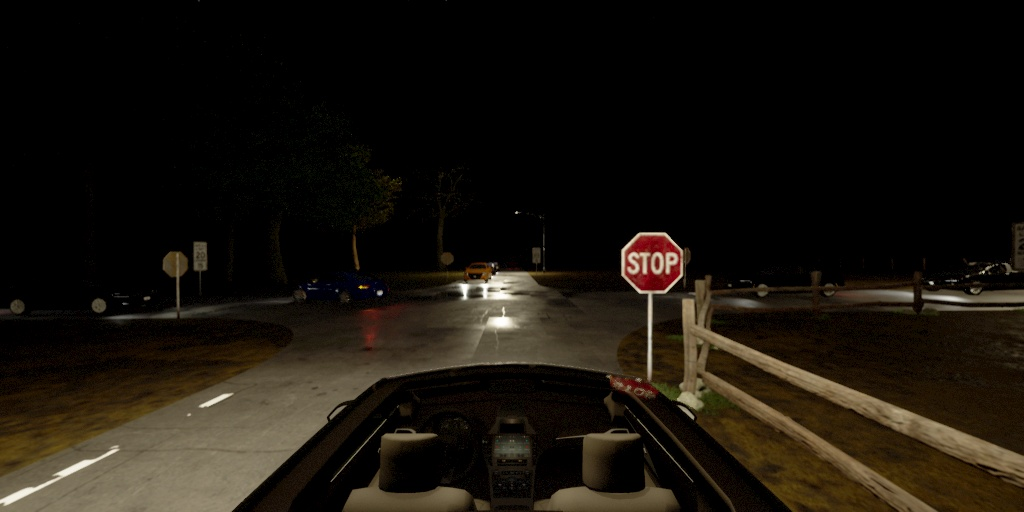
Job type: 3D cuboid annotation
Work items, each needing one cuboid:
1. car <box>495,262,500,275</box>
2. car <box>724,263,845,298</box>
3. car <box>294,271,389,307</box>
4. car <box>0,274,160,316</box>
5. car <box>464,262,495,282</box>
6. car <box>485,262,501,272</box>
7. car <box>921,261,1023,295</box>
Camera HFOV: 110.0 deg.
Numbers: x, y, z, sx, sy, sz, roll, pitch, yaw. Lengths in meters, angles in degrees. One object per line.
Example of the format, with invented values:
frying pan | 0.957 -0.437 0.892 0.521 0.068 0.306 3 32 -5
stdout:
car | -2.722 1.468 40.664 2.033 1.411 5.357 0 0 0
car | 12.845 1.105 17.086 5.008 1.535 1.882 -1 1 -1
car | -7.706 1.399 16.212 4.674 1.442 1.812 0 0 25
car | -17.239 1.470 14.470 5.008 1.535 1.882 -1 1 0
car | -2.793 1.339 30.128 1.882 1.535 5.008 0 0 1
car | -2.676 1.540 51.323 2.033 1.411 5.357 0 0 1
car | 22.366 1.021 17.040 4.892 1.490 1.837 -1 1 0
